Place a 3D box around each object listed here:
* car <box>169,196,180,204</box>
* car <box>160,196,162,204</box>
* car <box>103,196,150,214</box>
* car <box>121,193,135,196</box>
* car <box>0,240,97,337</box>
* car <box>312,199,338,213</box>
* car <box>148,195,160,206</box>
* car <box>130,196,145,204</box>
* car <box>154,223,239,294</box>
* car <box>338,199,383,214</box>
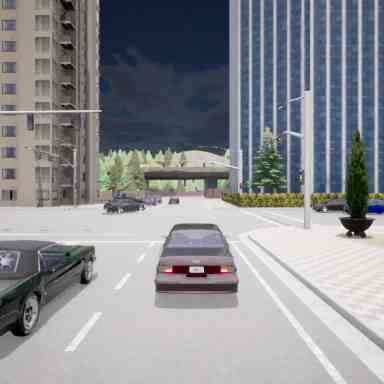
[{"bbox_3d":[-3.248,1.525,61.962,1.812,1.442,4.674,0,0,0],"label":"car"},{"bbox_3d":[-6.899,1.352,63.716,2.097,1.767,4.553,0,0,1],"label":"car"},{"bbox_3d":[-7.123,1.505,35.188,1.837,1.490,4.892,2,1,38],"label":"car"},{"bbox_3d":[-10.466,1.221,53.861,2.150,2.045,5.566,0,0,0],"label":"car"},{"bbox_3d":[-3.423,1.601,6.606,1.895,1.301,4.718,0,0,1],"label":"car"},{"bbox_3d":[15.677,1.505,36.499,4.892,1.490,1.837,0,0,0],"label":"car"},{"bbox_3d":[-6.959,1.352,54.827,2.097,1.767,4.553,0,0,0],"label":"car"},{"bbox_3d":[-10.394,1.547,64.101,2.033,1.411,5.357,0,0,1],"label":"car"},{"bbox_3d":[0.096,1.547,8.943,2.033,1.411,5.357,0,0,0],"label":"car"},{"bbox_3d":[17.628,1.478,33.014,5.008,1.535,1.882,0,0,0],"label":"car"}]
